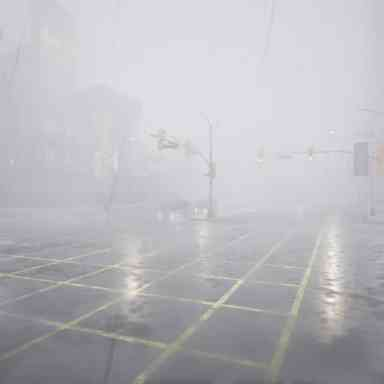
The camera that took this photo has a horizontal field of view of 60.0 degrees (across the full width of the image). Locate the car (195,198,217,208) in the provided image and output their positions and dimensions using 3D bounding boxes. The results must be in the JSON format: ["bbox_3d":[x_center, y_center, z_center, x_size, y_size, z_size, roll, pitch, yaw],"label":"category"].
[{"bbox_3d":[2.092,1.600,48.679,1.895,1.301,4.718,0,0,23],"label":"car"}]

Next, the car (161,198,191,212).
[{"bbox_3d":[-1.862,1.477,39.261,1.882,1.535,5.008,0,0,25],"label":"car"}]
